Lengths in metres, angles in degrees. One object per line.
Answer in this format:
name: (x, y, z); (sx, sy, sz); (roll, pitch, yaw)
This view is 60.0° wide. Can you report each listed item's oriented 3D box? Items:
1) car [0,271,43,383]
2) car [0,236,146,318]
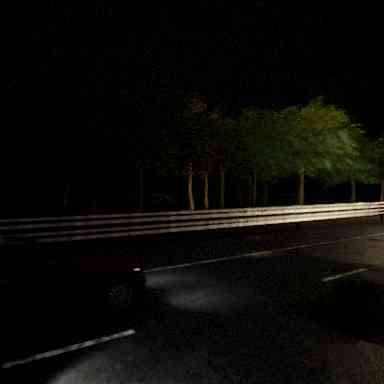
car: (-3.094, 1.569, 1.542); (4.181, 1.385, 1.994); (0, 0, -35)
car: (-3.088, 1.524, 5.842); (4.674, 1.442, 1.812); (0, 0, -35)
